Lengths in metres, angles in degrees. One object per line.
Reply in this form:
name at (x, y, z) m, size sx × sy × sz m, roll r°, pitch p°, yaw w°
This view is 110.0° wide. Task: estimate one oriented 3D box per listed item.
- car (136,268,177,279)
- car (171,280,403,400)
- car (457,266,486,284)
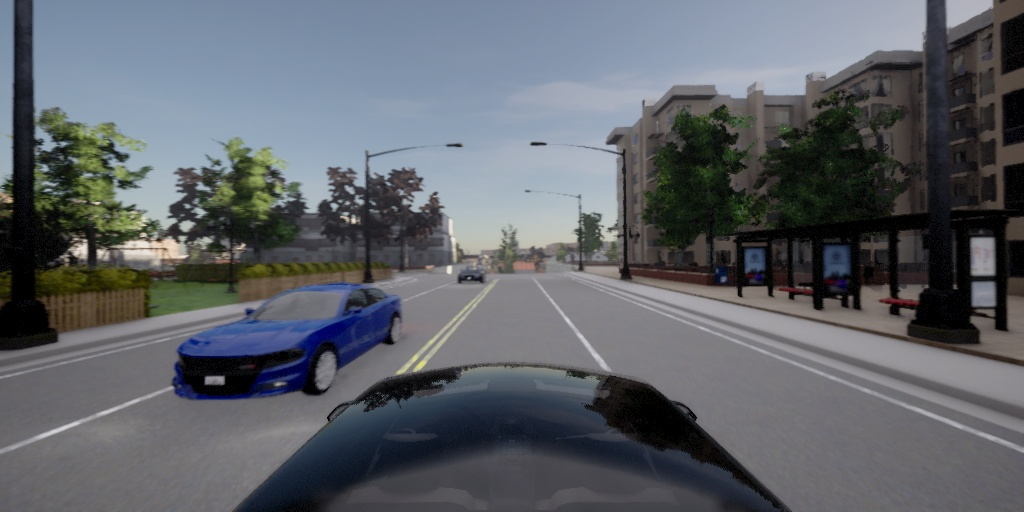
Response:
car at (-41.189, 2.009, 41.032) m, size 4.718 × 1.301 × 1.895 m, roll -1°, pitch 0°, yaw 1°
car at (-3.679, 1.298, 6.977) m, size 1.882 × 1.535 × 5.008 m, roll -1°, pitch 0°, yaw 1°
car at (-3.266, 1.526, 29.677) m, size 1.994 × 1.385 × 4.181 m, roll -1°, pitch 0°, yaw 1°
